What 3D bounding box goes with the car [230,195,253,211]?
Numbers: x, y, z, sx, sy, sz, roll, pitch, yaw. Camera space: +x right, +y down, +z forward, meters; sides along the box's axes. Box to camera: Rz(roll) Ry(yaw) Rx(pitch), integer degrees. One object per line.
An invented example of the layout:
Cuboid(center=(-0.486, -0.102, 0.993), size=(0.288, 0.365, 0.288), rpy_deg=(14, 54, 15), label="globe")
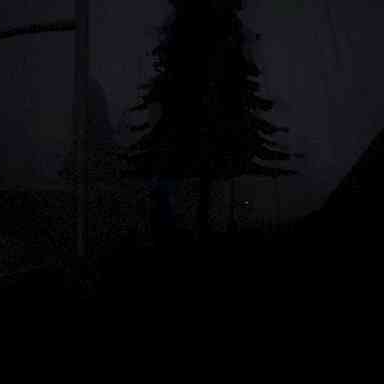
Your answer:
Cuboid(center=(5.699, 1.146, 37.921), size=(2.097, 1.767, 4.553), rpy_deg=(1, 0, 17), label="car")
